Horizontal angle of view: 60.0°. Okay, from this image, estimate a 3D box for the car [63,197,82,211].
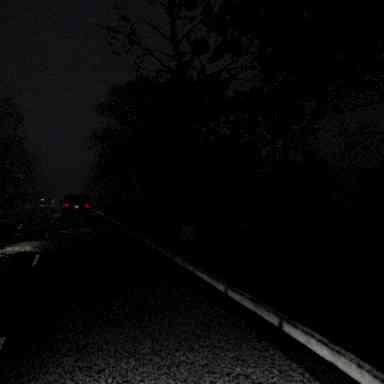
[{"bbox_3d":[-14.685,1.443,40.791,2.128,1.511,4.902,0,0,-21],"label":"car"}]

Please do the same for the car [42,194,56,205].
[{"bbox_3d":[-24.430,1.279,56.830,2.097,1.767,4.553,0,0,-20],"label":"car"}]

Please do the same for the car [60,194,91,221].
[{"bbox_3d":[-9.592,1.198,27.461,2.150,2.045,5.566,0,0,-21],"label":"car"}]

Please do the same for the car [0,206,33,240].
[{"bbox_3d":[-9.203,1.488,16.761,1.882,1.535,5.008,0,0,-21],"label":"car"}]
